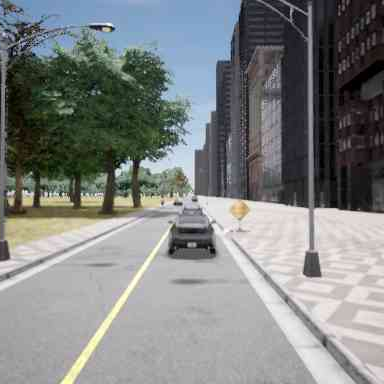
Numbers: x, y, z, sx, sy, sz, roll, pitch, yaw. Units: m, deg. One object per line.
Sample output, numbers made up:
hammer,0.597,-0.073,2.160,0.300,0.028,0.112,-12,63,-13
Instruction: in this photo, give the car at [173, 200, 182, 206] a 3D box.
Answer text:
car,-2.967,2.320,70.991,1.895,1.301,4.718,0,-1,0

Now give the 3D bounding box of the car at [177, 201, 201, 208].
car,0.017,1.786,29.301,2.128,1.511,4.902,0,0,0

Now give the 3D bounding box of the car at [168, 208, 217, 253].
car,0.010,1.651,14.295,1.837,1.490,4.892,0,0,0

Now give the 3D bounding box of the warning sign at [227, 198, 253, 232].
warning sign,2.716,1.304,18.898,1.300,1.860,1.060,-1,-1,0
